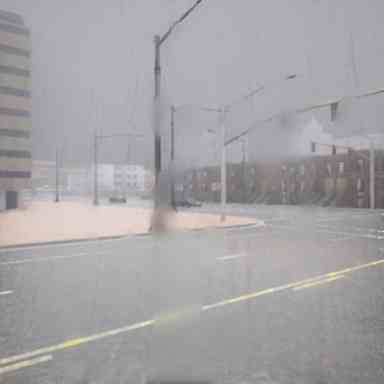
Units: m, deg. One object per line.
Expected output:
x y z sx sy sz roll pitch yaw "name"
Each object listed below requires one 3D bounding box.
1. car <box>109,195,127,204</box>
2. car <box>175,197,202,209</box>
-13.769 1.352 61.721 1.882 1.535 5.008 0 0 -36 "car"
-0.621 1.365 43.402 2.128 1.511 4.902 0 0 -36 "car"
